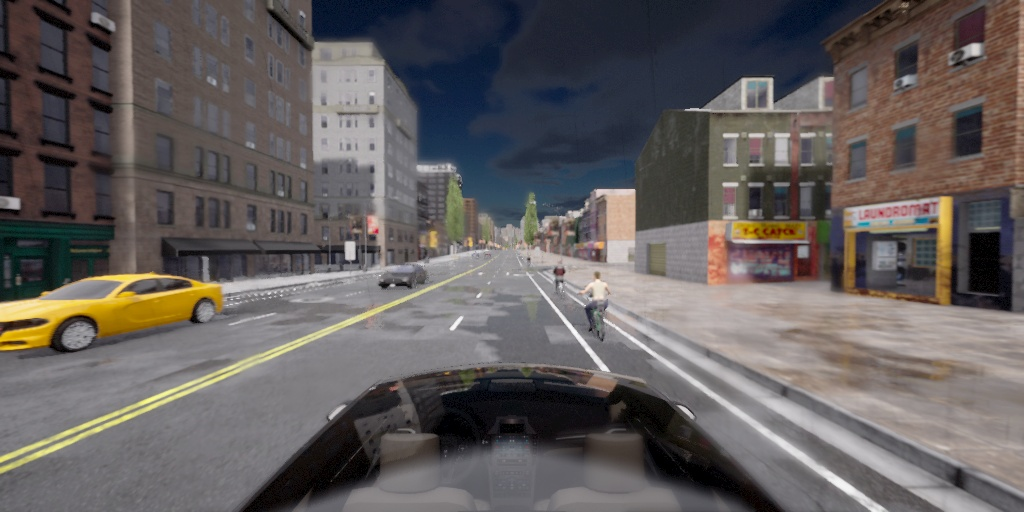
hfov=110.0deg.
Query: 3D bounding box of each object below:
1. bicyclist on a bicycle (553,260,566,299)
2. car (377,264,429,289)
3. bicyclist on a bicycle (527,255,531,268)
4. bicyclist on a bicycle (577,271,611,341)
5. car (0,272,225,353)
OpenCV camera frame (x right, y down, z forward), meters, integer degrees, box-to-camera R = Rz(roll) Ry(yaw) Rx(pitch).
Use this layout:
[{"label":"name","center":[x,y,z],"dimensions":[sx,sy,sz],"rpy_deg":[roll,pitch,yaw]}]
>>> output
[{"label":"bicyclist on a bicycle","center":[2.221,1.077,16.915],"dimensions":[0.659,1.776,1.843],"rpy_deg":[0,0,0]},{"label":"car","center":[-6.593,1.227,22.440],"dimensions":[2.033,1.411,5.357],"rpy_deg":[0,0,0]},{"label":"bicyclist on a bicycle","center":[2.204,0.745,46.670],"dimensions":[0.659,1.776,1.843],"rpy_deg":[-1,1,0]},{"label":"bicyclist on a bicycle","center":[2.068,1.172,8.826],"dimensions":[0.866,1.612,1.509],"rpy_deg":[0,0,0]},{"label":"car","center":[-9.850,1.212,8.994],"dimensions":[1.882,1.535,5.008],"rpy_deg":[0,0,0]}]
